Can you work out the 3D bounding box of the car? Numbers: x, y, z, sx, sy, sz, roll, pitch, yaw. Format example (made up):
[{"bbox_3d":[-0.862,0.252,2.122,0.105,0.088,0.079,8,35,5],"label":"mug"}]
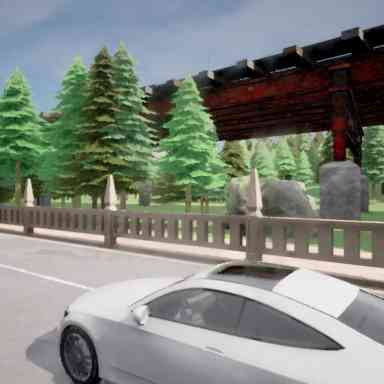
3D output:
[{"bbox_3d":[0.461,1.526,3.663,4.674,1.442,1.812,0,0,35],"label":"car"}]
